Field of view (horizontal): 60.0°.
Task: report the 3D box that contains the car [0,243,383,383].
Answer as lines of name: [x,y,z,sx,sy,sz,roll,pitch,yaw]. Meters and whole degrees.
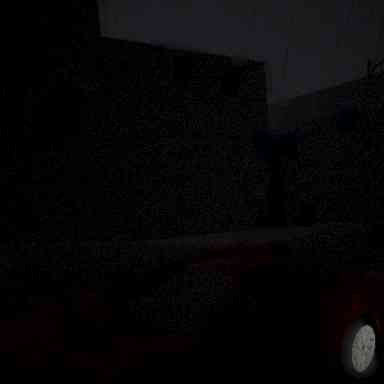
car: [0.367,1.437,3.922,5.008,1.535,1.882,1,0,-36]
